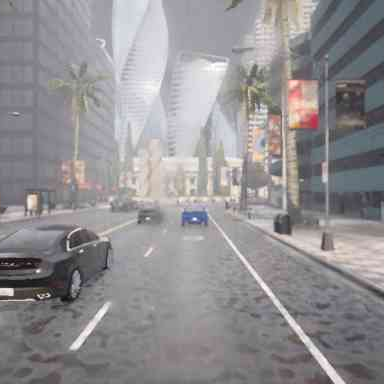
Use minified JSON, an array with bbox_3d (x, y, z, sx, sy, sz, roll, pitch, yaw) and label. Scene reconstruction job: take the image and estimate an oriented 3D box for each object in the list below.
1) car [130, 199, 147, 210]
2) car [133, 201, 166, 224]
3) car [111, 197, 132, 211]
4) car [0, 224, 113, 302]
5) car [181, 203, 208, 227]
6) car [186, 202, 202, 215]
[{"bbox_3d":[-6.714,1.924,46.263,2.128,1.511,4.902,0,-1,3],"label":"car"},{"bbox_3d":[-3.290,1.763,27.450,1.837,1.490,4.892,0,0,0],"label":"car"},{"bbox_3d":[-10.090,1.680,48.667,2.150,2.045,5.566,0,-1,5],"label":"car"},{"bbox_3d":[-3.368,1.584,8.451,1.837,1.490,4.892,0,-1,0],"label":"car"},{"bbox_3d":[0.201,1.714,25.237,1.882,1.535,5.008,0,0,0],"label":"car"},{"bbox_3d":[0.285,1.983,40.785,1.895,1.301,4.718,0,-1,1],"label":"car"}]
